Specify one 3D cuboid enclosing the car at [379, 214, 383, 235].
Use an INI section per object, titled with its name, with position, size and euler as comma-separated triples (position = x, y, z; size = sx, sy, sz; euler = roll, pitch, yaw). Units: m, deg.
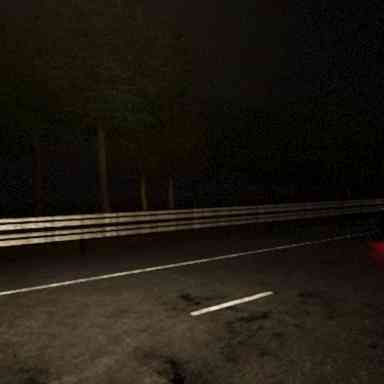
[car]
position = 10.545, 1.264, 15.424
size = 4.892, 1.490, 1.837
euler = -1, 1, -35
